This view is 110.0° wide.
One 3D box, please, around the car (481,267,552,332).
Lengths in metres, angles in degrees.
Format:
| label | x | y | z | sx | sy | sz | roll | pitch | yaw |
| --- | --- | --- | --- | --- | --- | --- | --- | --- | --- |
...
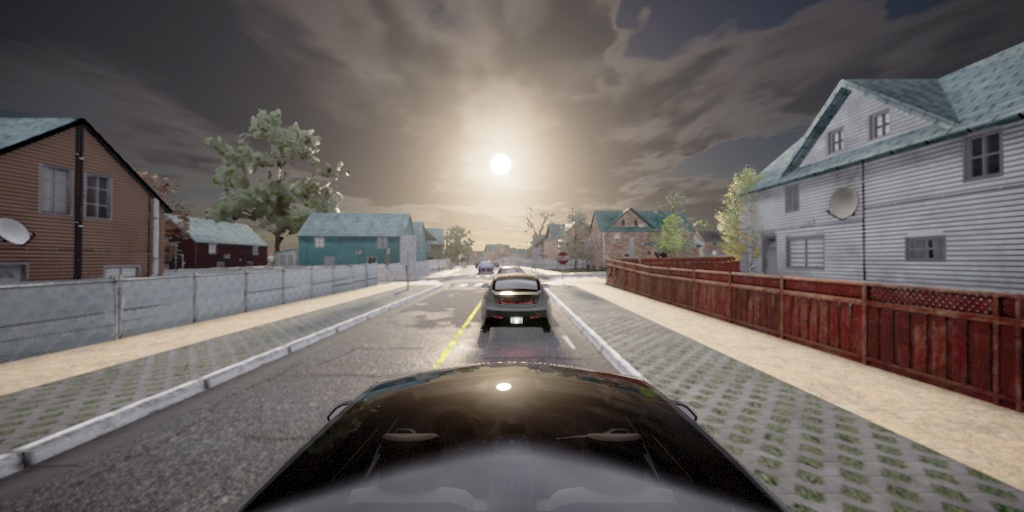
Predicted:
| label | x | y | z | sx | sy | sz | roll | pitch | yaw |
| --- | --- | --- | --- | --- | --- | --- | --- | --- | --- |
| car | 0.114 | 1.274 | 10.961 | 1.837 | 1.490 | 4.892 | 0 | 0 | 0 |

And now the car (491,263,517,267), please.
| label | x | y | z | sx | sy | sz | roll | pitch | yaw |
| --- | --- | --- | --- | --- | --- | --- | --- | --- | --- |
| car | -0.109 | 1.343 | 22.189 | 2.033 | 1.411 | 5.357 | 0 | 0 | -4 |

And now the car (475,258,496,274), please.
| label | x | y | z | sx | sy | sz | roll | pitch | yaw |
| --- | --- | --- | --- | --- | --- | --- | --- | --- | --- |
| car | -3.240 | 1.406 | 44.994 | 1.882 | 1.535 | 5.008 | 0 | 0 | -3 |
